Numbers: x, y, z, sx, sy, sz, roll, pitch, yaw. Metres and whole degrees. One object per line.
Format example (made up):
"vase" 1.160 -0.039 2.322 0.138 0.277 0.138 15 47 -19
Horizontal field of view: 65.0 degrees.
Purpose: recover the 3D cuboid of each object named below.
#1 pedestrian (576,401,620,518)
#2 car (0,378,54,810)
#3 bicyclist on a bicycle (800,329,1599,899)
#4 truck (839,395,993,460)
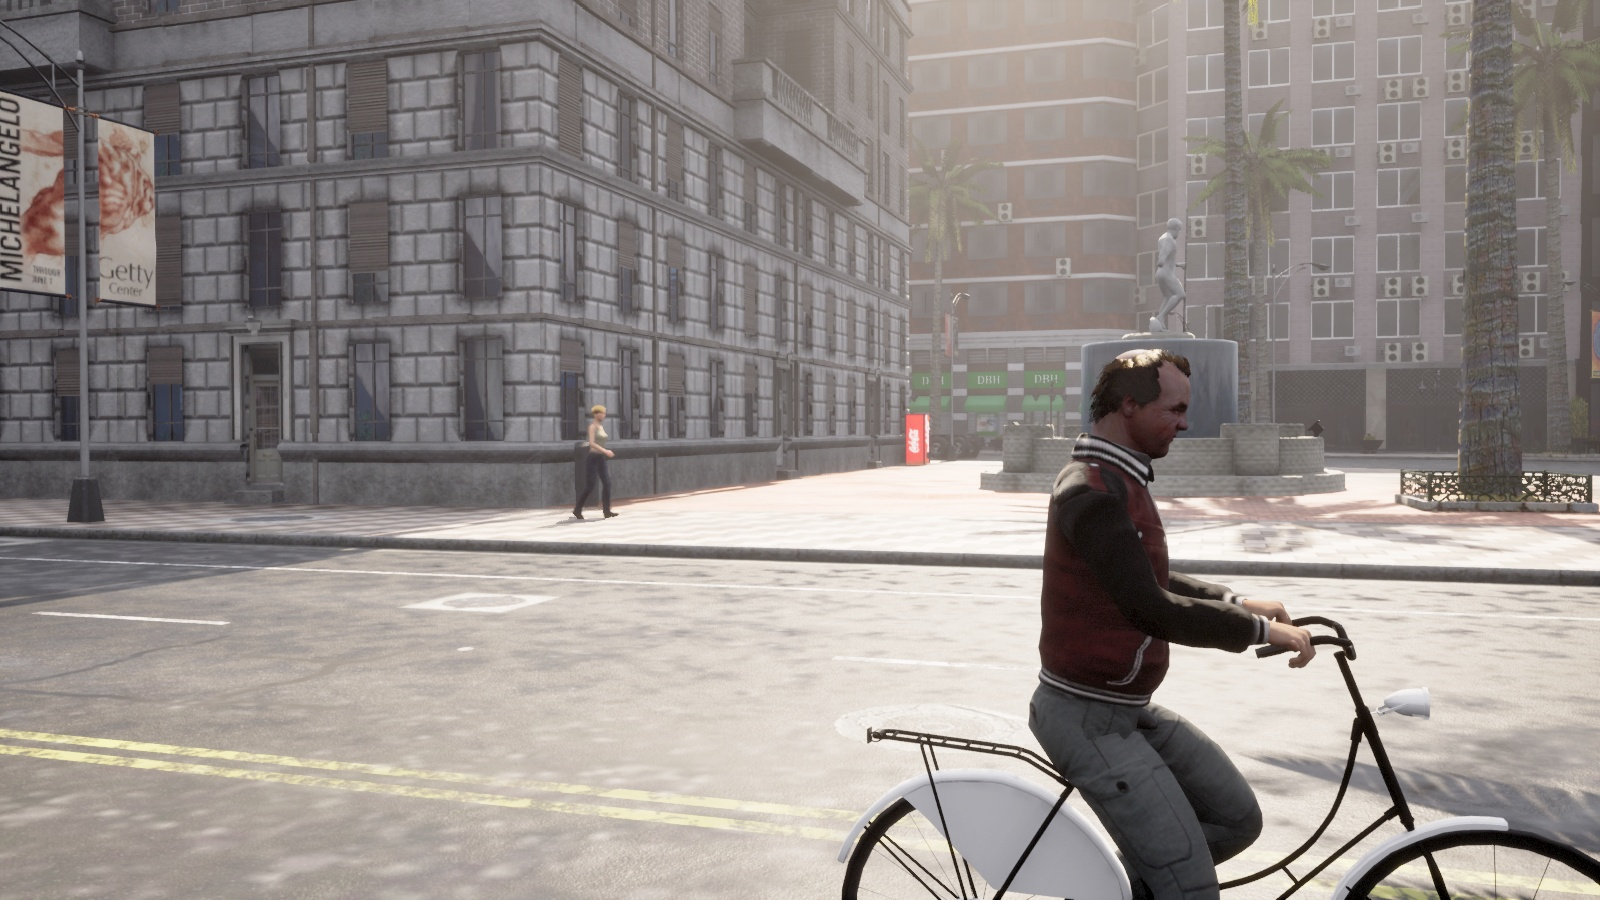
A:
"pedestrian" -3.212 0.151 19.993 0.594 1.836 0.345 1 1 24
"car" -5.684 0.582 5.087 4.553 1.767 2.097 1 1 18
"bicyclist on a bicycle" 0.978 0.655 2.875 1.843 1.776 0.659 0 1 19
"truck" 6.361 -1.239 69.160 7.936 3.462 2.891 1 1 24
